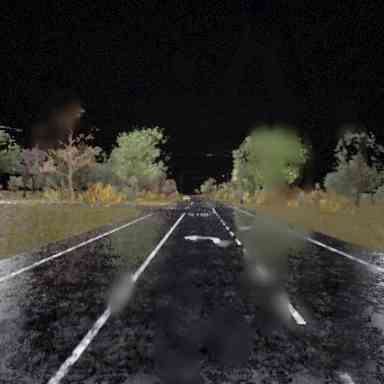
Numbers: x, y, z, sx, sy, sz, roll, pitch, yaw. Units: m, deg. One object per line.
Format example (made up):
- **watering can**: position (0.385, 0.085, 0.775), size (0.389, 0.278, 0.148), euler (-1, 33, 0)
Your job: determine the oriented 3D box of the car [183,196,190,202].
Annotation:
- **car**: position (-1.532, 1.889, 92.319), size (1.882, 1.535, 5.008), euler (0, 0, 1)
